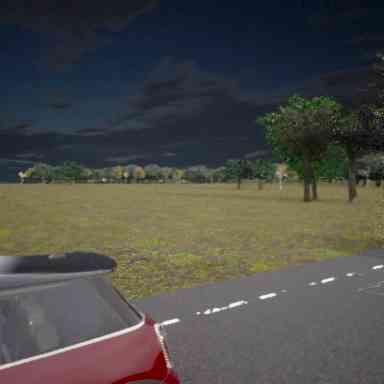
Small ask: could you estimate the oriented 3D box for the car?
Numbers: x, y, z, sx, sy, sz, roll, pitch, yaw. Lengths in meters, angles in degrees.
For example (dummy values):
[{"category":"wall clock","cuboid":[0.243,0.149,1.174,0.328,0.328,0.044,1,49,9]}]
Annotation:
[{"category":"car","cuboid":[-2.363,1.354,2.267,4.553,1.767,2.097,0,0,-35]}]
